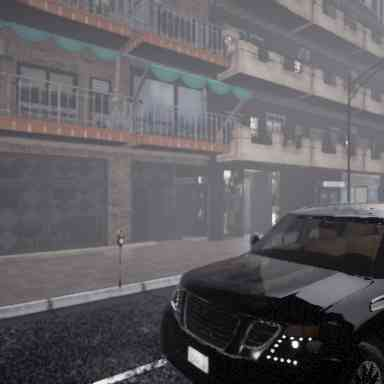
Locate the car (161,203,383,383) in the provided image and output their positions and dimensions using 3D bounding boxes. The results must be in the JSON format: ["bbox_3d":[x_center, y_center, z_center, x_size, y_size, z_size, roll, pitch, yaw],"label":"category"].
[{"bbox_3d":[2.290,1.215,4.751,5.566,2.045,2.150,0,0,-36],"label":"car"}]
